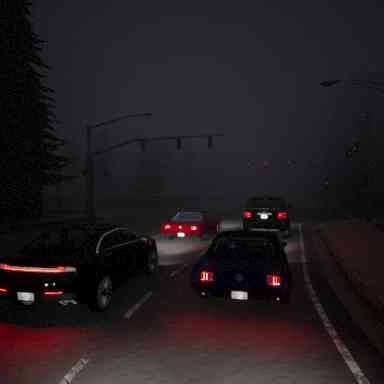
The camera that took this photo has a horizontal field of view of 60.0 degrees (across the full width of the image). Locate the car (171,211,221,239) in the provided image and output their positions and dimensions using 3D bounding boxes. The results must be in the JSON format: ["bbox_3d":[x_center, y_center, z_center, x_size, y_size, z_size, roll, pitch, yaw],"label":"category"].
[{"bbox_3d":[0.165,1.601,16.822,1.895,1.301,4.718,0,0,17],"label":"car"}]

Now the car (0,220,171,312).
[{"bbox_3d":[-2.239,1.492,7.809,2.128,1.511,4.902,0,0,11],"label":"car"}]

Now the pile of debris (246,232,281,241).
[{"bbox_3d":[3.540,2.175,16.358,1.500,0.140,1.860,0,0,17],"label":"pile of debris"}]

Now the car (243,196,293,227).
[{"bbox_3d":[4.065,1.221,17.638,2.150,2.045,5.566,0,0,17],"label":"car"}]

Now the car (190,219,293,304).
[{"bbox_3d":[1.388,1.601,8.243,1.895,1.301,4.718,0,0,13],"label":"car"}]
